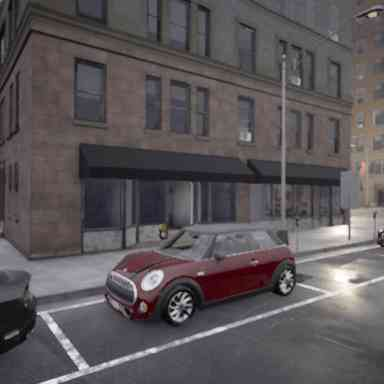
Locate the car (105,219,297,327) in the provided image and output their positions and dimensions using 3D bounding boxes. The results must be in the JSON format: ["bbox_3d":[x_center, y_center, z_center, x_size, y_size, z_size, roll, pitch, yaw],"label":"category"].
[{"bbox_3d":[0.287,1.439,6.975,4.097,1.590,1.967,0,0,-36],"label":"car"}]

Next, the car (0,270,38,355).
[{"bbox_3d":[-4.176,1.551,3.773,4.403,1.369,2.008,0,1,-36],"label":"car"}]

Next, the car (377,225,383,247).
[{"bbox_3d":[9.212,1.438,13.381,4.097,1.590,1.967,0,0,-36],"label":"car"}]
